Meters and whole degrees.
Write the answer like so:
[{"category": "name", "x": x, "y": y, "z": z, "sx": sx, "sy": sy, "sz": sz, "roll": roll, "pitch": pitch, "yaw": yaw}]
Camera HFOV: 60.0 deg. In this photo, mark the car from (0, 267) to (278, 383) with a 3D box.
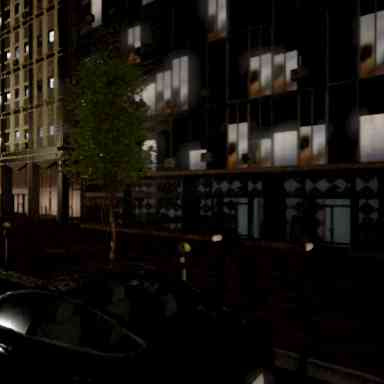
[{"category": "car", "x": -1.215, "y": 1.553, "z": 3.743, "sx": 4.313, "sy": 1.339, "sz": 1.947, "roll": 0, "pitch": 0, "yaw": 35}]
